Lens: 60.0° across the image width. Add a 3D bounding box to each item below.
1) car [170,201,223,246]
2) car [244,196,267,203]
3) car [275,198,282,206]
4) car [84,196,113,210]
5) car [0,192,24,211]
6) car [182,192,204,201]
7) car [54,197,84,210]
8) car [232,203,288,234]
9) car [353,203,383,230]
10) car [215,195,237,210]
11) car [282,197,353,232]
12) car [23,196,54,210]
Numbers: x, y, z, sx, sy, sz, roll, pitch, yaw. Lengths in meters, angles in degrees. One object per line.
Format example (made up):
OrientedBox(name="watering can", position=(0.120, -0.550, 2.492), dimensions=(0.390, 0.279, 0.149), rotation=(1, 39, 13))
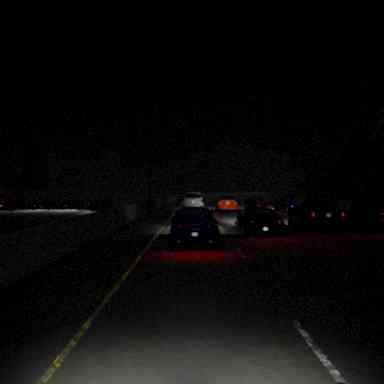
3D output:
OrientedBox(name="car", position=(0.103, 1.390, 14.725), dimensions=(1.882, 1.535, 5.008), rotation=(0, 0, 0))
OrientedBox(name="car", position=(7.107, 1.256, 37.524), dimensions=(1.882, 1.535, 5.008), rotation=(0, 0, 0))
OrientedBox(name="car", position=(10.594, 1.307, 37.004), dimensions=(1.812, 1.442, 4.674), rotation=(0, 0, 0))
OrientedBox(name="car", position=(-10.580, 1.248, 38.802), dimensions=(1.882, 1.535, 5.008), rotation=(0, 0, 0))
OrientedBox(name="car", position=(-21.087, 0.997, 37.846), dimensions=(2.150, 2.045, 5.566), rotation=(0, 0, 0))
OrientedBox(name="car", position=(0.107, 1.014, 34.988), dimensions=(2.150, 2.045, 5.566), rotation=(0, 0, 0))
OrientedBox(name="car", position=(-14.077, 1.333, 39.009), dimensions=(1.994, 1.385, 4.181), rotation=(0, 0, 0))
OrientedBox(name="car", position=(3.604, 1.491, 18.477), dimensions=(1.895, 1.301, 4.718), rotation=(0, 0, 0))
OrientedBox(name="car", position=(10.604, 1.374, 19.937), dimensions=(2.128, 1.511, 4.902), rotation=(0, 0, 0))
OrientedBox(name="car", position=(3.609, 1.141, 35.671), dimensions=(2.097, 1.767, 4.553), rotation=(0, 0, 0))
OrientedBox(name="car", position=(7.104, 1.237, 19.393), dimensions=(2.097, 1.767, 4.553), rotation=(0, 0, 0))
OrientedBox(name="car", position=(-17.578, 1.331, 39.168), dimensions=(1.994, 1.385, 4.181), rotation=(0, 0, 0))
